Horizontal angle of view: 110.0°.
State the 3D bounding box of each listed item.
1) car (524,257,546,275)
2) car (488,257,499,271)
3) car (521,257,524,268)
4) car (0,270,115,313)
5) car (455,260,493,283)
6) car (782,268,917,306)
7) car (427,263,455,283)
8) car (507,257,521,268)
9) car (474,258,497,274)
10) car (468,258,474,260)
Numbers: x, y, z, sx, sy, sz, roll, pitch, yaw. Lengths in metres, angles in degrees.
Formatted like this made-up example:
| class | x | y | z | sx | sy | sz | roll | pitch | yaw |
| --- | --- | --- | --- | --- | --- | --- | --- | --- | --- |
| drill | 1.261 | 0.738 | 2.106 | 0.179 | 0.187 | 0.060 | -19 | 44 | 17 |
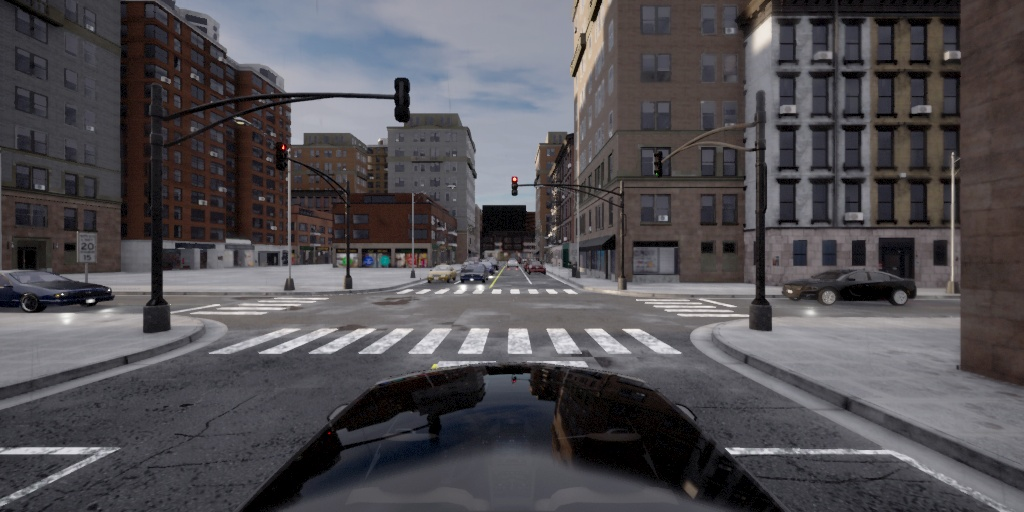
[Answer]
| class | x | y | z | sx | sy | sz | roll | pitch | yaw |
| --- | --- | --- | --- | --- | --- | --- | --- | --- | --- |
| car | 2.643 | 1.191 | 39.404 | 1.967 | 1.591 | 4.097 | 0 | 0 | 0 |
| car | -2.825 | 1.230 | 49.757 | 1.882 | 1.535 | 5.008 | 0 | 0 | 0 |
| car | 2.644 | 1.066 | 45.066 | 2.192 | 1.841 | 5.009 | 0 | 0 | 0 |
| car | -17.802 | 1.216 | 12.888 | 5.357 | 1.411 | 2.033 | 0 | 0 | 0 |
| car | -2.845 | 1.298 | 28.165 | 2.033 | 1.411 | 5.357 | 0 | 0 | 0 |
| car | 14.774 | 1.310 | 15.873 | 5.008 | 1.535 | 1.882 | 0 | 0 | -1 |
| car | -5.384 | 1.276 | 27.912 | 1.751 | 1.417 | 4.829 | 0 | 0 | 0 |
| car | 0.112 | 1.279 | 61.904 | 1.812 | 1.442 | 4.674 | 0 | 0 | 0 |
| car | -2.846 | 1.277 | 38.215 | 1.812 | 1.442 | 4.674 | 0 | 0 | 0 |
| car | -5.382 | 1.302 | 45.068 | 2.007 | 1.370 | 4.403 | 0 | 0 | 0 |
